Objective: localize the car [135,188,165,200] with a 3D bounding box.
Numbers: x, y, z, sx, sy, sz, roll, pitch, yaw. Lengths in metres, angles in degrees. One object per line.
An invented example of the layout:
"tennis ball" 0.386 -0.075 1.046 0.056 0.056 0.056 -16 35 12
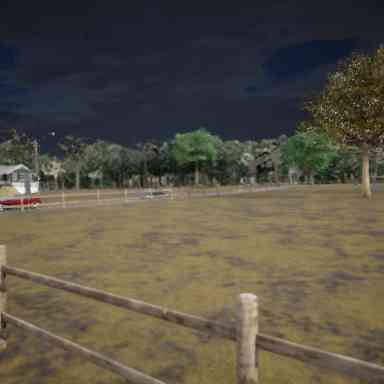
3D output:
"car" -5.772 0.227 45.850 1.837 1.490 4.892 -3 1 36

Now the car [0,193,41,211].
"car" -16.572 0.920 30.698 1.882 1.535 5.008 -3 1 36
